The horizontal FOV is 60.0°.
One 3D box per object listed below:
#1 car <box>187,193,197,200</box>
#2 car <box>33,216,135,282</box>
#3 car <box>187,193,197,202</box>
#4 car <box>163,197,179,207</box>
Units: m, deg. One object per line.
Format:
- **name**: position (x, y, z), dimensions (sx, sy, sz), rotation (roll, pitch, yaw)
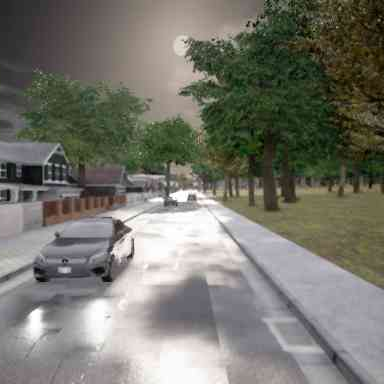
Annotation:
- **car**: position (-0.014, 0.846, 70.317), dimensions (2.033, 1.411, 5.357), rotation (0, 1, 0)
- **car**: position (-2.840, 1.472, 9.747), dimensions (1.812, 1.442, 4.674), rotation (0, 0, 0)
- **car**: position (-0.012, 1.047, 59.900), dimensions (2.128, 1.511, 4.902), rotation (0, 1, 0)
- **car**: position (-2.760, 1.350, 44.258), dimensions (1.895, 1.301, 4.718), rotation (0, 0, 0)
